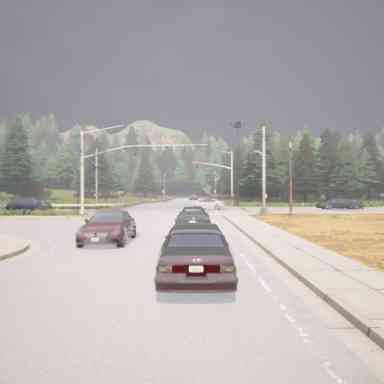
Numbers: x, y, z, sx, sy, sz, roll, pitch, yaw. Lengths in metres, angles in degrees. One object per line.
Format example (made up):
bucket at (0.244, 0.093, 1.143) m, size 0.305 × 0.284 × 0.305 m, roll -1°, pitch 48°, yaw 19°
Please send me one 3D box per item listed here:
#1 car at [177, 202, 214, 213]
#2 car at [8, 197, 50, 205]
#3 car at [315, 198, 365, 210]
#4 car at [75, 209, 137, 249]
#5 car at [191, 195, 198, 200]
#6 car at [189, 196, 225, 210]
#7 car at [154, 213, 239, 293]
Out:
car at (0.078, 1.538, 19.513) m, size 1.994 × 1.385 × 4.181 m, roll 0°, pitch 0°, yaw 1°
car at (-18.017, 1.389, 37.088) m, size 4.553 × 1.767 × 2.097 m, roll 0°, pitch 0°, yaw 1°
car at (17.806, 1.470, 40.096) m, size 5.357 × 1.411 × 2.033 m, roll 0°, pitch 0°, yaw 1°
car at (-3.612, 1.521, 14.746) m, size 1.812 × 1.442 × 4.674 m, roll 0°, pitch 0°, yaw 0°
car at (0.687, 1.433, 91.776) m, size 1.994 × 1.385 × 4.181 m, roll 0°, pitch 0°, yaw 2°
car at (1.731, 1.486, 40.409) m, size 4.674 × 1.442 × 1.812 m, roll 0°, pitch 0°, yaw 1°
car at (0.089, 1.539, 8.983) m, size 2.033 × 1.411 × 5.357 m, roll 0°, pitch 0°, yaw 0°
